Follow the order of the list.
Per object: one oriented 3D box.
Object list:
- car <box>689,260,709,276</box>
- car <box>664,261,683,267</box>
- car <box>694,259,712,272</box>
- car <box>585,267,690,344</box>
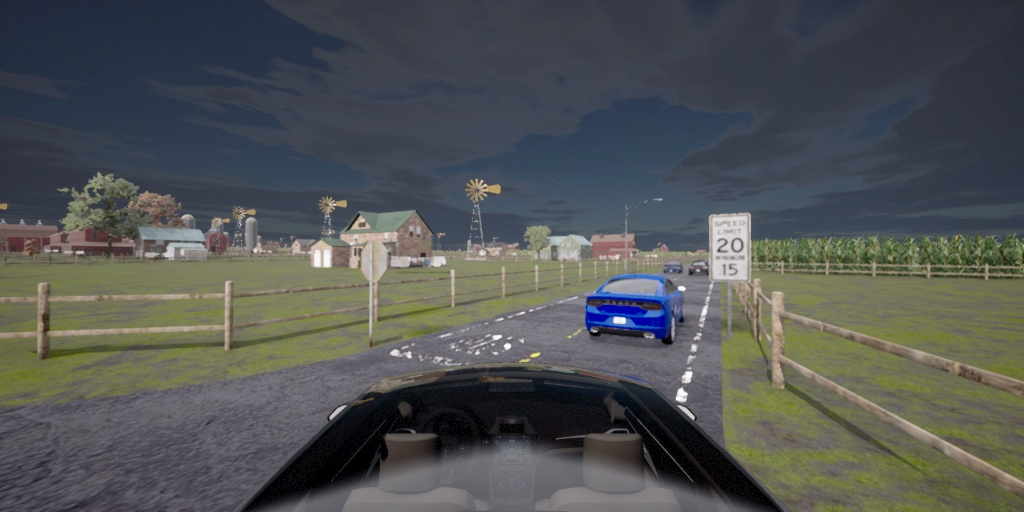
[{"bbox_3d":[19.244,1.238,36.802,1.812,1.442,4.674,0,0,31],"label":"car"},{"bbox_3d":[18.793,1.259,41.615,2.033,1.411,5.357,0,0,30],"label":"car"},{"bbox_3d":[24.326,1.200,45.669,1.837,1.490,4.892,0,0,30],"label":"car"},{"bbox_3d":[3.531,1.221,9.775,1.882,1.535,5.008,0,0,30],"label":"car"}]
